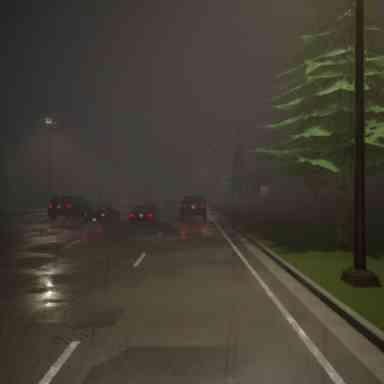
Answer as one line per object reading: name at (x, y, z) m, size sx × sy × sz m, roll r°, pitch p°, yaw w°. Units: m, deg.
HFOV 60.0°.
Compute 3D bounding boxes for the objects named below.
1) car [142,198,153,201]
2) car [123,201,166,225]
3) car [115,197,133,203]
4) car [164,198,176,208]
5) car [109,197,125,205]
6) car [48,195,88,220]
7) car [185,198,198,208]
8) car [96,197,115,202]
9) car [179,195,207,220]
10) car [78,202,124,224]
car at (-7.006, 1.686, 52.403) m, size 2.033 × 1.411 × 5.357 m, roll 0°, pitch 0°, yaw 0°
car at (-3.402, 1.613, 24.749) m, size 2.033 × 1.411 × 5.357 m, roll 0°, pitch 0°, yaw 0°
car at (-10.504, 1.666, 53.008) m, size 1.812 × 1.442 × 4.674 m, roll 0°, pitch 0°, yaw 0°
car at (-3.506, 1.687, 52.404) m, size 2.033 × 1.411 × 5.357 m, roll 0°, pitch 0°, yaw 0°
car at (-14.007, 1.641, 62.437) m, size 1.837 × 1.490 × 4.892 m, roll 0°, pitch 0°, yaw 0°
car at (-10.402, 1.294, 28.680) m, size 2.150 × 2.045 × 5.566 m, roll 0°, pitch -1°, yaw 0°
car at (-0.005, 1.707, 53.472) m, size 1.994 × 1.385 × 4.181 m, roll 0°, pitch 0°, yaw 0°
car at (-14.006, 1.665, 52.852) m, size 1.812 × 1.442 × 4.674 m, roll 0°, pitch 0°, yaw 0°
car at (0.097, 1.295, 28.805) m, size 2.150 × 2.045 × 5.566 m, roll 0°, pitch -1°, yaw 0°
car at (-6.902, 1.669, 25.754) m, size 1.895 × 1.301 × 4.718 m, roll 0°, pitch 0°, yaw 0°
